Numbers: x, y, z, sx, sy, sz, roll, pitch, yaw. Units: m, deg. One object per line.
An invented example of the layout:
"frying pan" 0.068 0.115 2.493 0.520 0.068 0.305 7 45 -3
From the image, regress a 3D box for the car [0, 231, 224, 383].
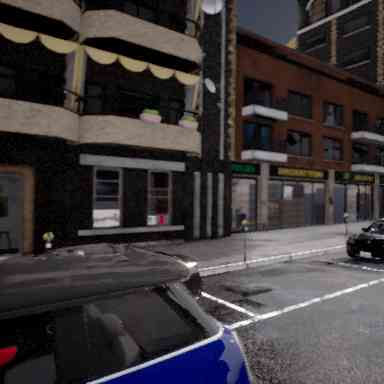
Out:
"car" -1.833 1.555 5.238 4.403 1.369 2.008 0 1 -35

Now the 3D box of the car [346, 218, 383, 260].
"car" 7.237 1.604 11.704 4.313 1.339 1.947 0 1 -35

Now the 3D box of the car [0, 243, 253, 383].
"car" -1.735 1.351 2.094 4.553 1.767 2.097 0 0 -35
